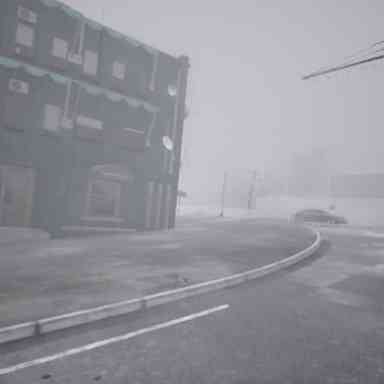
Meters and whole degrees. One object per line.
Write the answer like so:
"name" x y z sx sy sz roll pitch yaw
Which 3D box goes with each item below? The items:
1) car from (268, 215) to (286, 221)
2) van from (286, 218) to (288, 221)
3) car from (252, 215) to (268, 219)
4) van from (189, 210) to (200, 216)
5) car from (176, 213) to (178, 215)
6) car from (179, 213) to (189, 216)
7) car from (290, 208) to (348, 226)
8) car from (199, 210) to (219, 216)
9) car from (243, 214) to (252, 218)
"car" 14.116 4.461 53.195 2.002 1.452 4.674 1 -7 26
"van" 16.150 4.097 50.968 1.878 1.987 4.442 1 -7 26
"car" 12.064 4.547 55.346 2.002 1.452 4.674 1 -7 26
"van" 1.733 4.697 66.015 1.878 1.987 4.442 1 -7 26
"car" -4.411 5.196 72.547 2.097 1.535 5.008 1 -7 26
"car" -0.219 5.041 68.414 1.946 1.575 5.366 1 -7 26
"car" 11.980 2.325 31.077 1.837 1.490 4.892 8 -4 -43
"car" 3.849 4.729 63.987 2.185 1.767 4.553 1 -7 26
"car" 9.925 4.567 57.333 1.946 1.575 5.366 1 -7 26
